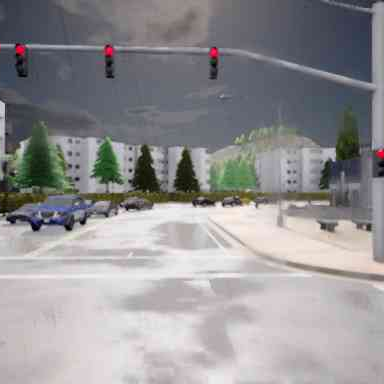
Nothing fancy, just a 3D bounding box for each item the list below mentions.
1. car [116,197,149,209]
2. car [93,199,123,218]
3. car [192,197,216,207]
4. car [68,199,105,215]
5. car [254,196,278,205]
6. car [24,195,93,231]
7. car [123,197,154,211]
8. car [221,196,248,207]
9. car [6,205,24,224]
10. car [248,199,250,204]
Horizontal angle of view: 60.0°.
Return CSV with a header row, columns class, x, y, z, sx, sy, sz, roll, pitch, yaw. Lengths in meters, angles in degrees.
class,x,y,z,sx,sy,sz,roll,pitch,yaw
car,-8.067,1.442,45.648,2.128,1.511,4.902,0,0,22
car,-7.989,1.493,30.230,1.812,1.442,4.674,0,0,3
car,1.858,1.427,49.541,1.882,1.535,5.008,0,0,31
car,-11.010,1.487,35.034,1.812,1.442,4.674,0,0,9
car,12.742,1.436,57.302,4.902,1.511,2.128,0,0,-38
car,-8.059,1.198,20.718,2.150,2.045,5.566,0,0,-4
car,-6.326,1.558,40.067,1.895,1.301,4.718,0,0,17
car,6.068,1.455,49.582,1.837,1.490,4.892,0,0,34
car,-11.637,1.519,24.771,2.033,1.411,5.357,0,0,-2
car,8.059,1.421,57.803,5.008,1.535,1.882,0,0,-41
